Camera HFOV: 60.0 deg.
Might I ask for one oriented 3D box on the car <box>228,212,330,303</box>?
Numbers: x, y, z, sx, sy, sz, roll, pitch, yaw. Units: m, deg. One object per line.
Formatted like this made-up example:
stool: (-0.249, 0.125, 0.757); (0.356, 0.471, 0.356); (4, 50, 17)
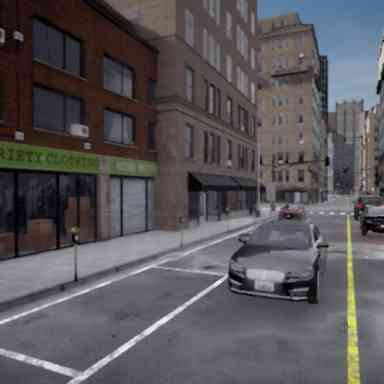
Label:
car: (2.401, 1.515, 8.502); (2.128, 1.511, 4.902); (0, 0, 25)

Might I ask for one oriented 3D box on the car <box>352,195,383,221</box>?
car: (14.699, 1.293, 27.666); (2.150, 2.045, 5.566); (0, 0, 25)

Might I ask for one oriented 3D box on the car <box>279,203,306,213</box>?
car: (8.328, 1.615, 27.448); (1.887, 1.381, 4.507); (-1, 0, 25)

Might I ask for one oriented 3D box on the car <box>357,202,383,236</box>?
car: (10.438, 1.527, 18.472); (1.882, 1.535, 5.008); (0, 0, 26)
